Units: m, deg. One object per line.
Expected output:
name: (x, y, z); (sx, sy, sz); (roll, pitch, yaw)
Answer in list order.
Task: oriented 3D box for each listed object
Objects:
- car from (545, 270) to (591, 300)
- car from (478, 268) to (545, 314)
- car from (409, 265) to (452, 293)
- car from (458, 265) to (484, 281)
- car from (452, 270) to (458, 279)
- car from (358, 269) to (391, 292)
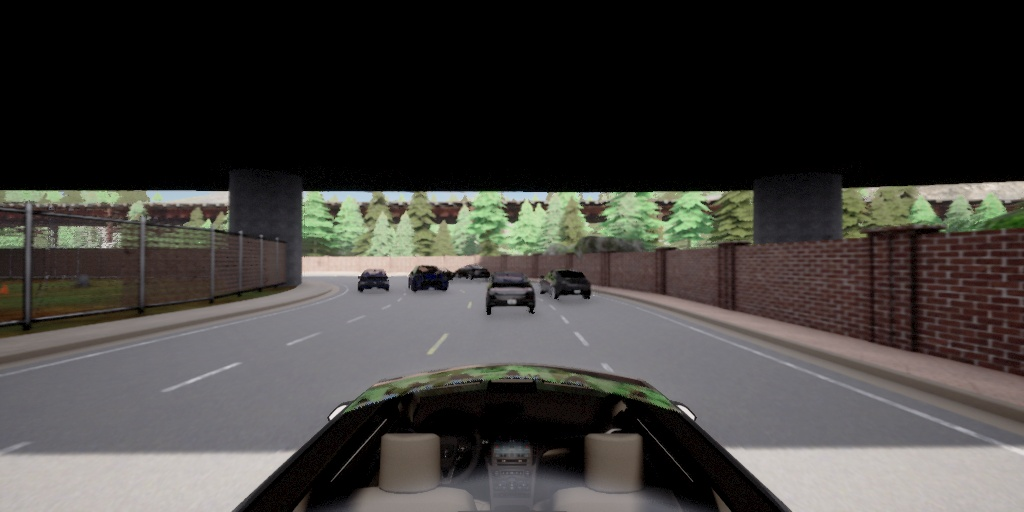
car: (2.746, 1.474, 19.534); (1.837, 1.490, 4.892); (1, 0, -9)
car: (-0.173, 1.401, 14.784); (2.128, 1.511, 4.902); (0, -1, -4)
car: (-5.478, 1.364, 23.244); (2.097, 1.767, 4.553); (0, -1, -20)
car: (-4.147, 1.662, 36.257); (2.128, 1.511, 4.902); (1, -1, -34)
car: (-7.427, 1.757, 35.065); (1.895, 1.301, 4.718); (1, -1, -36)
car: (-9.202, 1.568, 23.997); (2.033, 1.411, 5.357); (0, -1, -22)
